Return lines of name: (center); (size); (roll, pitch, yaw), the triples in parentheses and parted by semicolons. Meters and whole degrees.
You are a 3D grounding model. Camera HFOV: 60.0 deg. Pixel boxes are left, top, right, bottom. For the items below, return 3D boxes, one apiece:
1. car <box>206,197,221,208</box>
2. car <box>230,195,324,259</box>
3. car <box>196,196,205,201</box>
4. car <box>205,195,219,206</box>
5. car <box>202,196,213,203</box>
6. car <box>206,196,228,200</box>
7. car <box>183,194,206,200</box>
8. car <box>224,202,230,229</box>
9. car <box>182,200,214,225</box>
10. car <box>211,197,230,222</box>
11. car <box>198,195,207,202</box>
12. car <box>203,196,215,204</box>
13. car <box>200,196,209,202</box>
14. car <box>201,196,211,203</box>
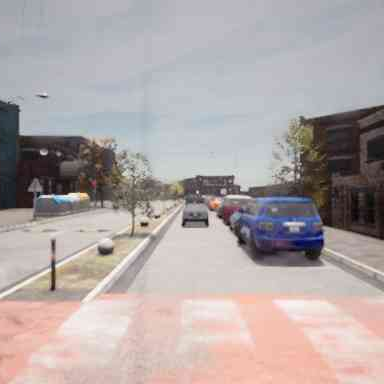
car: (3.287, 1.579, 51.327); (2.002, 1.452, 4.674); (0, 0, 0)
car: (3.067, 1.208, 12.586); (2.435, 2.045, 5.566); (0, 0, 0)
car: (2.341, 1.925, 95.597); (2.163, 1.488, 4.792); (0, -1, -5)
car: (3.318, 1.437, 56.821); (2.185, 1.767, 4.553); (0, 0, 0)
car: (3.403, 1.653, 73.281); (2.231, 1.521, 4.892); (0, 0, 0)
car: (3.254, 1.388, 45.652); (2.185, 1.767, 4.553); (0, 0, 0)
car: (0.327, 1.240, 41.343); (2.150, 2.045, 5.566); (0, 0, 0)
car: (3.097, 1.496, 18.074); (2.002, 1.452, 4.674); (0, 0, 0)
car: (0.235, 1.525, 23.870); (2.033, 1.411, 5.357); (0, 0, 0)
car: (3.161, 1.466, 29.114); (2.231, 1.521, 4.892); (0, 0, 0)
car: (2.804, 1.707, 89.889); (2.185, 1.767, 4.553); (0, -1, -3)
car: (3.380, 1.615, 67.762); (2.231, 1.521, 4.892); (0, 0, 0)
car: (3.122, 1.771, 84.373); (2.097, 1.535, 5.008); (0, -1, -2)
car: (3.322, 1.749, 78.828); (2.002, 1.452, 4.674); (0, -1, -1)
